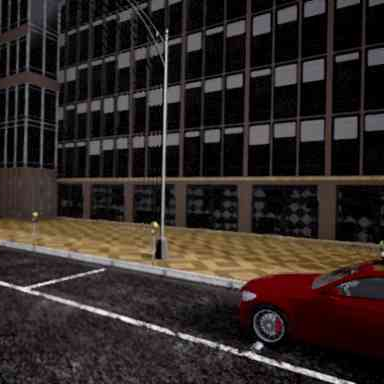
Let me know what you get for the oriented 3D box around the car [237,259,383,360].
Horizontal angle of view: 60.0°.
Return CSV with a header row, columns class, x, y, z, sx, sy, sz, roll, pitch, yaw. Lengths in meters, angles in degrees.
class,x,y,z,sx,sy,sz,roll,pitch,yaw
car,2.744,1.678,4.888,4.206,1.307,1.802,1,0,32
